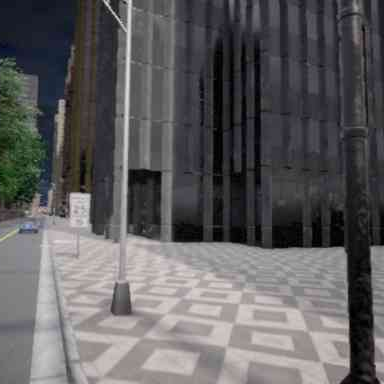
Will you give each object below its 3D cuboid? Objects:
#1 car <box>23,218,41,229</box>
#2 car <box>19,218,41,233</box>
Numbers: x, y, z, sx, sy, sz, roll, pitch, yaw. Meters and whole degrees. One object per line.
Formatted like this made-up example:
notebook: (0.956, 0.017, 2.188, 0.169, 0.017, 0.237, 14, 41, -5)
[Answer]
car: (-23.160, 4.499, 48.347, 2.033, 1.411, 5.357, 3, -4, -23)
car: (-18.059, 3.794, 36.879, 2.033, 1.411, 5.357, 3, -4, -23)
